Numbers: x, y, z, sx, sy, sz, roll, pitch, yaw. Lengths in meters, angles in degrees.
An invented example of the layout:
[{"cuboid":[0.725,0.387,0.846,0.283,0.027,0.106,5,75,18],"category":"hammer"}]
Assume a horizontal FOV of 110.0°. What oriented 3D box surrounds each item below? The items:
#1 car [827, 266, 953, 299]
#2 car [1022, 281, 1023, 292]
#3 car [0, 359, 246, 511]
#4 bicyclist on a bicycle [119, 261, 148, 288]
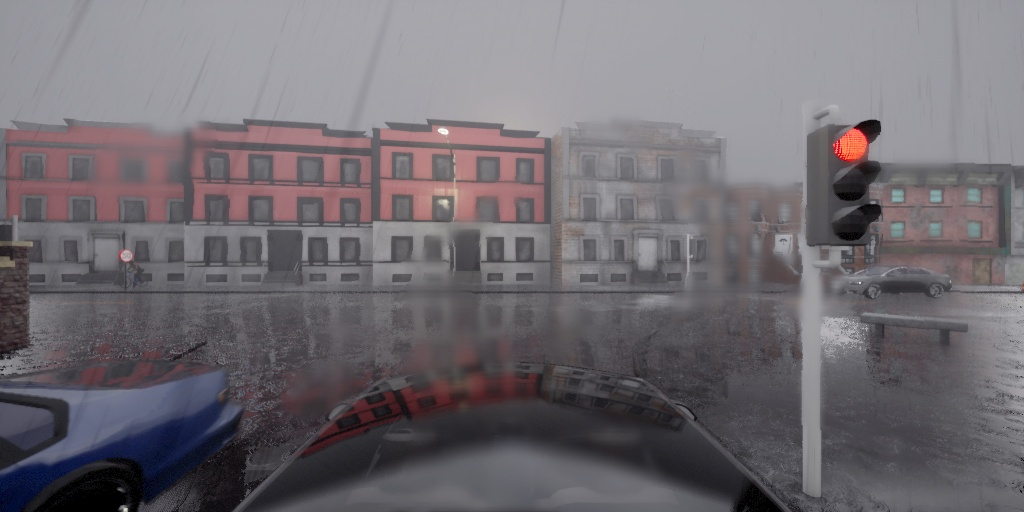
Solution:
[{"cuboid":[18.126,1.242,17.335,4.902,1.511,2.128,0,0,0],"category":"car"},{"cuboid":[28.020,1.102,17.327,4.553,1.767,2.097,0,0,0],"category":"car"},{"cuboid":[-3.678,1.297,0.983,2.033,1.411,5.357,0,0,7],"category":"car"},{"cuboid":[-22.690,1.098,21.514,0.582,1.620,1.656,0,0,0],"category":"bicyclist on a bicycle"}]
